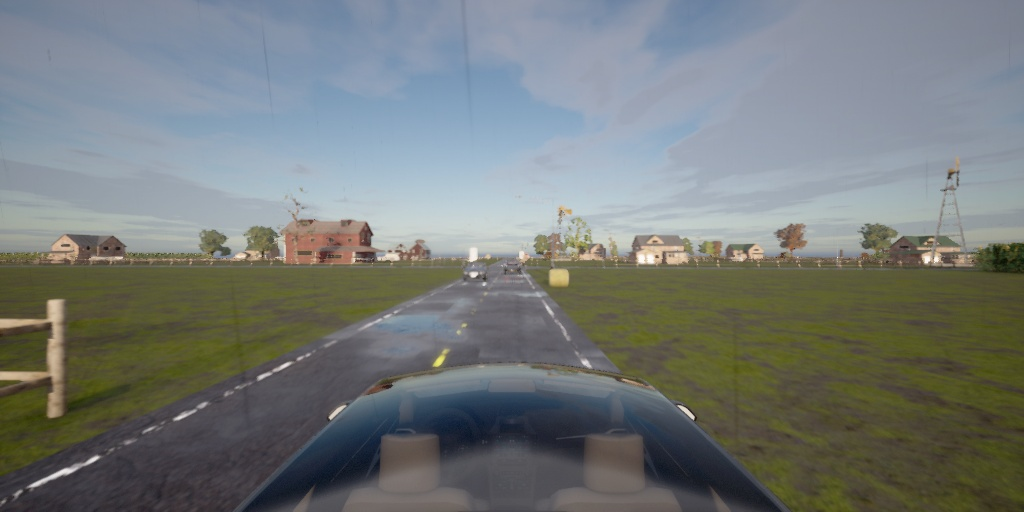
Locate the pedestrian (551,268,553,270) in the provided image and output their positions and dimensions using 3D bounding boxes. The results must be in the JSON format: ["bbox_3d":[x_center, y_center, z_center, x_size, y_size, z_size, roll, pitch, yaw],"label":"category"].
[{"bbox_3d":[2.826,1.041,25.206,0.375,1.860,0.375,0,0,4],"label":"pedestrian"}]

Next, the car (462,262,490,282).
[{"bbox_3d":[-2.843,1.232,29.045,2.128,1.511,4.902,0,0,0],"label":"car"}]

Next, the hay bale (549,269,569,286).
[{"bbox_3d":[3.126,1.398,24.109,1.220,1.180,1.240,0,0,0],"label":"hay bale"}]

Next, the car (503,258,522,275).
[{"bbox_3d":[0.057,1.227,38.286,2.128,1.511,4.902,0,0,0],"label":"car"}]
